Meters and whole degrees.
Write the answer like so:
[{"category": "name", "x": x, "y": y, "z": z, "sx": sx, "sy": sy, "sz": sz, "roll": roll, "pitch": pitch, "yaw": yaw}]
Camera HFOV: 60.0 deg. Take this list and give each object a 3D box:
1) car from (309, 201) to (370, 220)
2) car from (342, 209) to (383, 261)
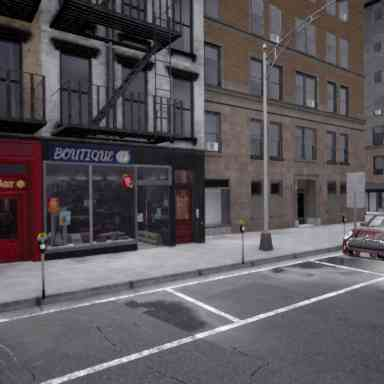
[{"category": "car", "x": 13.905, "y": 1.662, "z": 31.685, "sx": 1.882, "sy": 1.535, "sz": 5.008, "roll": -1, "pitch": 0, "yaw": -37}, {"category": "car", "x": 7.023, "y": 1.441, "z": 11.576, "sx": 4.097, "sy": 1.590, "sz": 1.967, "roll": 0, "pitch": -1, "yaw": -36}]
